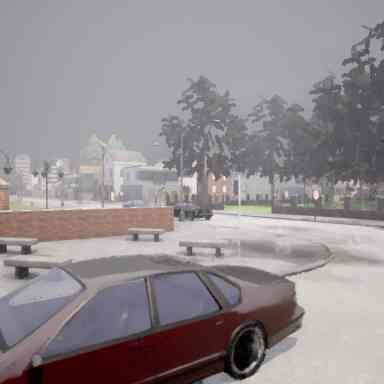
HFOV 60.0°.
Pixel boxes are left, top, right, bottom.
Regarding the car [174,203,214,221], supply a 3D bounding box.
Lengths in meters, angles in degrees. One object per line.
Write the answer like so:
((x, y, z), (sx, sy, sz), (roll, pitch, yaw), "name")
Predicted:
((-0.302, 1.601, 27.379), (1.895, 1.301, 4.718), (0, 0, -35), "car")

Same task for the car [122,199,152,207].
((-5.825, 1.526, 35.192), (1.812, 1.442, 4.674), (0, 0, -35), "car")

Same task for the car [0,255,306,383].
((-0.926, 1.547, 3.944), (5.357, 1.411, 2.033), (0, 0, -35), "car")
